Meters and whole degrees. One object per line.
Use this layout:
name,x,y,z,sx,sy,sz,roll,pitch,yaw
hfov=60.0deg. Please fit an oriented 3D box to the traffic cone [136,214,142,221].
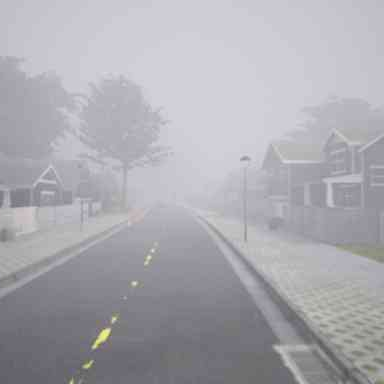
traffic cone,-4.741,2.219,29.008,0.340,0.580,0.340,0,-1,-3

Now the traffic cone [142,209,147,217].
traffic cone,-5.064,2.273,33.973,0.340,0.580,0.340,0,-1,-4

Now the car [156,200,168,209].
car,-5.263,2.146,57.621,2.033,1.411,5.357,0,-1,-7
